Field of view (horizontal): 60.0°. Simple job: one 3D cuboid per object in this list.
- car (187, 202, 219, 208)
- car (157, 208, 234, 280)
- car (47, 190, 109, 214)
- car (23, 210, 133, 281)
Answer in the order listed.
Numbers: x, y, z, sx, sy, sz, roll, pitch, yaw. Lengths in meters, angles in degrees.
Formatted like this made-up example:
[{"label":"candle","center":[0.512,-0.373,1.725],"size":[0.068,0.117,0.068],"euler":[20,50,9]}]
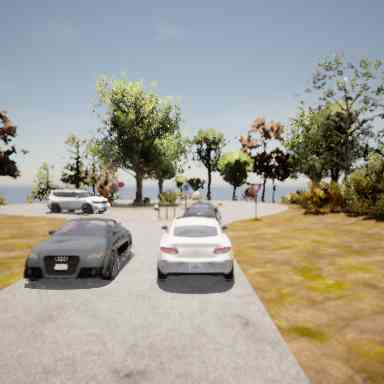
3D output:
[{"label":"car","center":[0.622,1.302,19.698],"size":[1.994,1.385,4.181],"euler":[0,1,9]},{"label":"car","center":[0.081,1.400,9.422],"size":[1.812,1.442,4.674],"euler":[0,1,0]},{"label":"car","center":[-9.983,0.835,29.015],"size":[5.566,2.045,2.150],"euler":[0,2,19]},{"label":"car","center":[-2.902,1.438,9.335],"size":[1.994,1.385,4.181],"euler":[0,1,0]}]
